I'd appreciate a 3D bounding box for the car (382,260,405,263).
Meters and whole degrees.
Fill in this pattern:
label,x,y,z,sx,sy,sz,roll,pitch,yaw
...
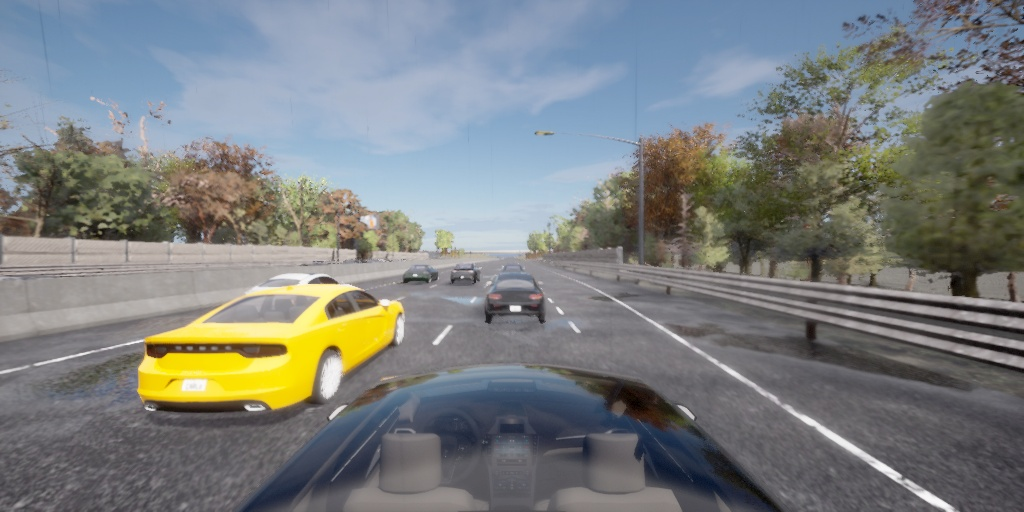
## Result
label,x,y,z,sx,sy,sz,roll,pitch,yaw
car,-17.552,1.324,54.946,2.128,1.511,4.902,0,0,1

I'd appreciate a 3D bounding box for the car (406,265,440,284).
label,x,y,z,sx,sy,sz,roll,pitch,yaw
car,-6.899,1.343,27.603,1.994,1.385,4.181,0,0,0

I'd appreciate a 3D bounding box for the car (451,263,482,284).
label,x,y,z,sx,sy,sz,roll,pitch,yaw
car,-3.399,1.270,26.996,2.128,1.511,4.902,0,0,0

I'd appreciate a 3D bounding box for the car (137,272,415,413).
label,x,y,z,sx,sy,sz,roll,pitch,yaw
car,-3.402,1.231,6.318,1.882,1.535,5.008,0,0,0

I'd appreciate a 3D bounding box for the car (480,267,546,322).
label,x,y,z,sx,sy,sz,roll,pitch,yaw
car,0.100,1.285,12.156,1.812,1.442,4.674,0,0,0

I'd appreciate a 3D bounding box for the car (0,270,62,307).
label,x,y,z,sx,sy,sz,roll,pitch,yaw
car,-21.100,1.308,13.315,2.033,1.411,5.357,0,0,0

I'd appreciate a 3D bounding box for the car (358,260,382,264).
label,x,y,z,sx,sy,sz,roll,pitch,yaw
car,-21.061,1.324,54.826,2.128,1.511,4.902,0,0,1

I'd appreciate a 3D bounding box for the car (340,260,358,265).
label,x,y,z,sx,sy,sz,roll,pitch,yaw
car,-24.552,1.337,54.794,1.837,1.490,4.892,0,0,1

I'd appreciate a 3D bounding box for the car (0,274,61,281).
label,x,y,z,sx,sy,sz,roll,pitch,yaw
car,-17.600,1.361,12.463,1.895,1.301,4.718,0,0,0

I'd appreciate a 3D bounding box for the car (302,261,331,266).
label,x,y,z,sx,sy,sz,roll,pitch,yaw
car,-28.058,1.427,51.564,1.895,1.301,4.718,0,0,1

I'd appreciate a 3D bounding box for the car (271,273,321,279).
label,x,y,z,sx,sy,sz,roll,pitch,yaw
car,-6.900,1.285,12.058,1.812,1.442,4.674,0,0,0

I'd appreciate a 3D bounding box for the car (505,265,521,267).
label,x,y,z,sx,sy,sz,roll,pitch,yaw
car,0.101,1.343,27.652,1.994,1.385,4.181,0,0,0
